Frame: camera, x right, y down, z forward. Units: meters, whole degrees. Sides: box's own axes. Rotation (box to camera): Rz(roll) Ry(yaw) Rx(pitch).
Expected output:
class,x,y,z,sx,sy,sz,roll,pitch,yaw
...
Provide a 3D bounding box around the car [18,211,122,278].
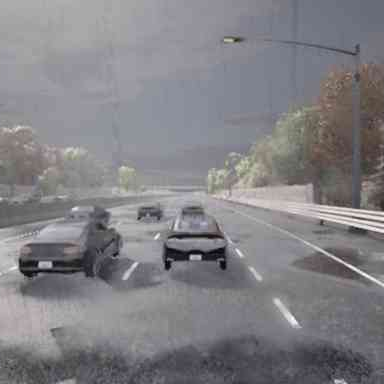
class,x,y,z,sx,sy,sz,roll,pitch,yaw
car,-3.415,1.526,10.027,1.812,1.442,4.674,0,0,0

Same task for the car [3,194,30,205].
class,x,y,z,sx,sy,sz,roll,pitch,yaw
car,-21.094,1.248,42.386,2.150,2.045,5.566,0,0,0

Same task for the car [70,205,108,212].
class,x,y,z,sx,sy,sz,roll,pitch,yaw
car,-6.907,1.553,22.382,2.033,1.411,5.357,0,0,0

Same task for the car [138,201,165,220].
class,x,y,z,sx,sy,sz,roll,pitch,yaw
car,-3.410,1.515,28.190,1.837,1.490,4.892,0,0,0

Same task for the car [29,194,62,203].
class,x,y,z,sx,sy,sz,roll,pitch,yaw
car,-17.600,1.373,40.946,2.097,1.767,4.553,0,0,0

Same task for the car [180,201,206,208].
class,x,y,z,sx,sy,sz,roll,pitch,yaw
car,0.090,1.516,28.191,1.837,1.490,4.892,0,0,0

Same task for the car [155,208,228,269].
class,x,y,z,sx,sy,sz,roll,pitch,yaw
car,0.095,1.492,11.087,2.128,1.511,4.902,0,0,0

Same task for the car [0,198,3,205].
class,x,y,z,sx,sy,sz,roll,pitch,yaw
car,-24.592,1.517,42.321,2.128,1.511,4.902,0,0,0
